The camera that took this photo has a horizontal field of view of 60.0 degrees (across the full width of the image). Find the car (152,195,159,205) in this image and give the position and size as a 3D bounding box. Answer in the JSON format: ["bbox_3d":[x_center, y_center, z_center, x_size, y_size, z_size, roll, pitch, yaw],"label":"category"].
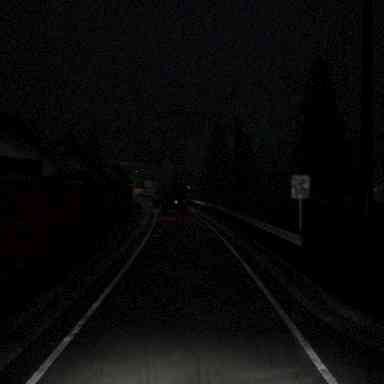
[{"bbox_3d":[-4.943,1.193,50.820,1.994,1.385,4.181,0,0,-12],"label":"car"}]

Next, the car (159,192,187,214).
[{"bbox_3d":[-1.731,0.987,31.946,2.150,2.045,5.566,0,0,-7],"label":"car"}]
